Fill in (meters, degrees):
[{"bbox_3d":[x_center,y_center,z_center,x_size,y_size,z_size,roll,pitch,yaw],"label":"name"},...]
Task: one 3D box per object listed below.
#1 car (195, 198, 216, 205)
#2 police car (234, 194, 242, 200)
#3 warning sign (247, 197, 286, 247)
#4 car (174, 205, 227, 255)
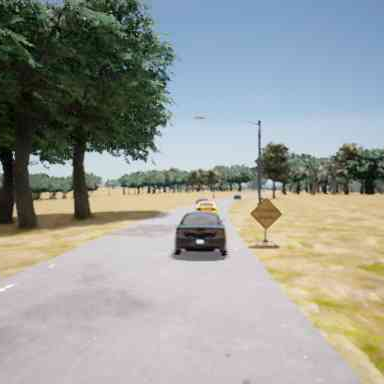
[{"bbox_3d":[1.302,1.547,28.644,1.882,1.535,5.008,0,0,5],"label":"car"},{"bbox_3d":[12.675,1.295,92.139,1.930,1.638,5.238,0,1,14],"label":"police car"},{"bbox_3d":[2.975,1.160,13.405,1.300,1.860,1.060,1,1,2],"label":"warning sign"},{"bbox_3d":[0.394,1.518,13.610,1.882,1.535,5.008,0,0,3],"label":"car"}]
